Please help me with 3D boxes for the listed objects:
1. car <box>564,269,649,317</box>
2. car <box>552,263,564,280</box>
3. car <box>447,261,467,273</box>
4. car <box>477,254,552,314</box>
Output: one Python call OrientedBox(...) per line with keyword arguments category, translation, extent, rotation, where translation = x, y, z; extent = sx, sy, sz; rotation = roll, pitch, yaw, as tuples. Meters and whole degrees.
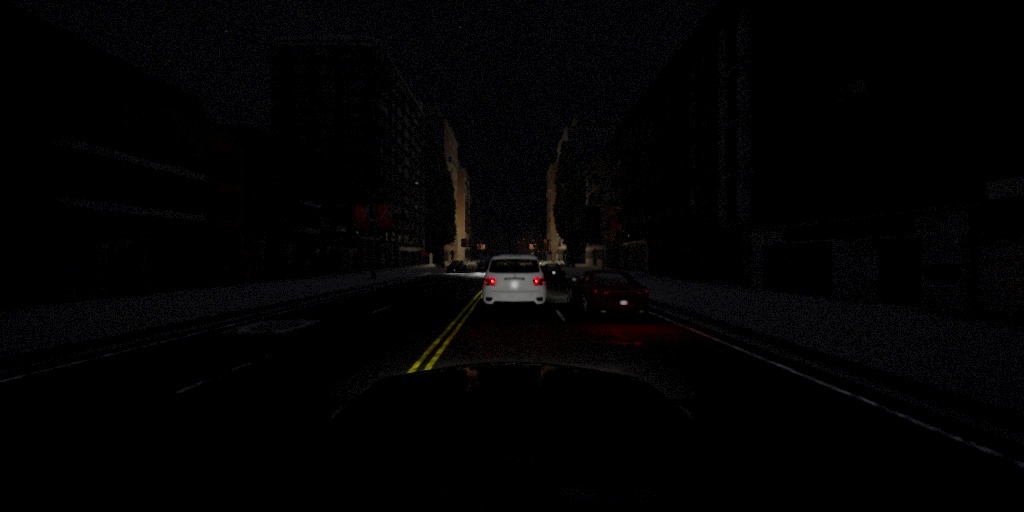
OrientedBox(category="car", translation=(3.326, 1.222, 13.111), extent=(1.882, 1.535, 5.008), rotation=(0, 0, 0))
OrientedBox(category="car", translation=(3.339, 1.297, 30.535), extent=(1.994, 1.385, 4.181), rotation=(0, 0, 0))
OrientedBox(category="car", translation=(-6.593, 1.268, 43.746), extent=(2.033, 1.411, 5.357), rotation=(0, 0, 0))
OrientedBox(category="car", translation=(0.087, 0.965, 13.895), extent=(2.150, 2.045, 5.566), rotation=(0, 0, 0))
